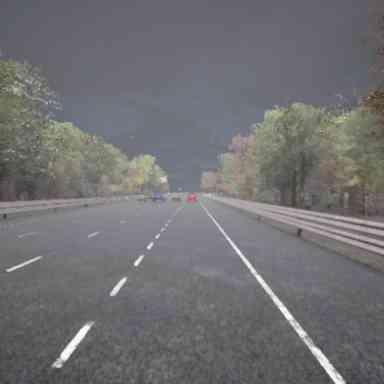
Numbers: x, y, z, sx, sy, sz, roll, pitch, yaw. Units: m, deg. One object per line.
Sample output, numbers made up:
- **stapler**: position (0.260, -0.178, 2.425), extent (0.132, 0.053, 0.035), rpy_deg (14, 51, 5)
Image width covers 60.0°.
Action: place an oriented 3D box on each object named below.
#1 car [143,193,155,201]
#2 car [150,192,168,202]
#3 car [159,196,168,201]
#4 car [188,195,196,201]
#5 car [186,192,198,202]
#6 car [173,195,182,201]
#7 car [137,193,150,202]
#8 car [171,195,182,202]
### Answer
- **car**: position (-10.486, 1.174, 81.480), extent (2.150, 2.045, 5.566), rpy_deg (0, 0, 0)
- **car**: position (-6.987, 1.074, 71.052), extent (2.150, 2.045, 5.566), rpy_deg (0, 0, 0)
- **car**: position (-6.986, 1.544, 81.480), extent (1.895, 1.301, 4.718), rpy_deg (0, 0, 0)
- **car**: position (0.014, 1.501, 81.448), extent (1.994, 1.385, 4.181), rpy_deg (0, 0, 0)
- **car**: position (0.012, 1.074, 71.050), extent (2.150, 2.045, 5.566), rpy_deg (0, 0, 0)
- **car**: position (-3.485, 1.449, 81.448), extent (1.837, 1.490, 4.892), rpy_deg (0, 0, 0)
- **car**: position (-10.487, 1.388, 71.022), extent (2.033, 1.411, 5.357), rpy_deg (0, 0, 0)
- **car**: position (-3.487, 1.373, 71.436), extent (1.812, 1.442, 4.674), rpy_deg (0, 0, 0)
